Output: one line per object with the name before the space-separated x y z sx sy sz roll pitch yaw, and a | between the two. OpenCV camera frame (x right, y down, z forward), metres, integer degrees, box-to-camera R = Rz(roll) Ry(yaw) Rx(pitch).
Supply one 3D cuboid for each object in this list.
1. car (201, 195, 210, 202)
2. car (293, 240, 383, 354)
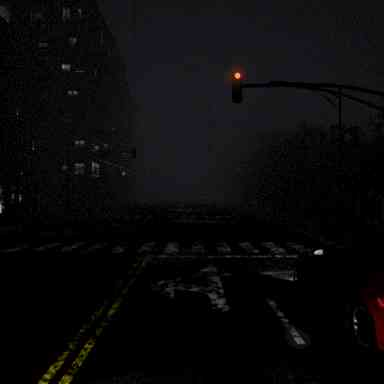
car | 3.190 1.558 78.609 2.128 1.511 4.902 0 0 0
car | 3.345 1.564 6.128 1.994 1.385 4.181 0 0 0
